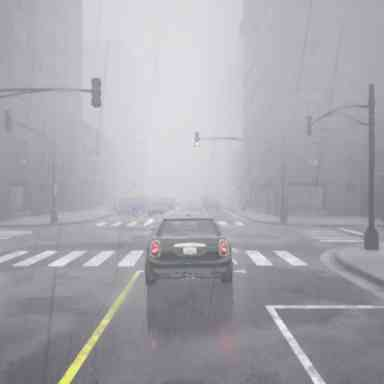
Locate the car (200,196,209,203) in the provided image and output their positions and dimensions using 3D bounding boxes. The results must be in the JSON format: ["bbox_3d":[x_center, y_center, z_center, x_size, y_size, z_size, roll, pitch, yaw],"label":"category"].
[{"bbox_3d":[2.674,1.543,70.163,1.802,1.307,4.206,0,0,0],"label":"car"}]

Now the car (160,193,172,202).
[{"bbox_3d":[-5.851,1.272,75.742,2.192,1.841,5.009,0,0,0],"label":"car"}]

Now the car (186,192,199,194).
[{"bbox_3d":[0.006,1.334,71.973,1.812,1.442,4.674,0,0,0],"label":"car"}]

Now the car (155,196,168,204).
[{"bbox_3d":[-5.853,1.514,64.551,2.008,1.369,4.403,0,0,0],"label":"car"}]

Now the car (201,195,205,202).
[{"bbox_3d":[2.672,1.525,47.785,2.008,1.369,4.403,0,0,0],"label":"car"}]

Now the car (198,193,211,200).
[{"bbox_3d":[2.672,1.283,58.974,2.192,1.841,5.009,0,0,0],"label":"car"}]

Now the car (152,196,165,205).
[{"bbox_3d":[-5.853,1.493,58.786,1.752,1.417,4.829,0,0,0],"label":"car"}]

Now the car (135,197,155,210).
[{"bbox_3d":[-5.855,1.418,42.168,1.967,1.590,4.097,0,0,0],"label":"car"}]

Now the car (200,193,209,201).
[{"bbox_3d":[3.007,1.178,81.985,2.150,2.045,5.566,0,0,0],"label":"car"}]

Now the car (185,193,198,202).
[{"bbox_3d":[0.060,1.491,62.007,1.812,1.442,4.674,0,0,0],"label":"car"}]

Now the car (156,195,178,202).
[{"bbox_3d":[-3.096,1.456,41.614,1.882,1.535,5.008,0,0,0],"label":"car"}]

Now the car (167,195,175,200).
[{"bbox_3d":[-5.850,1.495,92.530,1.887,1.381,4.507,0,0,0],"label":"car"}]

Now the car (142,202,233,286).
[{"bbox_3d":[-0.213,1.347,9.656,2.097,1.767,4.553,0,0,-4],"label":"car"}]

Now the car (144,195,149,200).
[{"bbox_3d":[-5.856,1.296,36.572,2.192,1.841,5.009,0,0,0],"label":"car"}]

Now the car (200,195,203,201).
[{"bbox_3d":[2.672,1.537,53.380,1.947,1.339,4.313,0,0,0],"label":"car"}]

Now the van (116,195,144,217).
[{"bbox_3d":[-5.856,1.325,30.976,1.690,1.788,3.998,0,0,0],"label":"van"}]

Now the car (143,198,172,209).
[{"bbox_3d":[-3.122,1.531,31.287,2.033,1.411,5.357,0,0,-4],"label":"car"}]

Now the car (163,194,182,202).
[{"bbox_3d":[-3.078,1.449,52.575,1.882,1.535,5.008,0,0,0],"label":"car"}]

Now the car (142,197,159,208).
[{"bbox_3d":[-5.854,1.519,47.764,1.887,1.381,4.507,0,0,0],"label":"car"}]

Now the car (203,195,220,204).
[{"bbox_3d":[2.671,1.503,42.361,1.752,1.417,4.829,0,0,0],"label":"car"}]
